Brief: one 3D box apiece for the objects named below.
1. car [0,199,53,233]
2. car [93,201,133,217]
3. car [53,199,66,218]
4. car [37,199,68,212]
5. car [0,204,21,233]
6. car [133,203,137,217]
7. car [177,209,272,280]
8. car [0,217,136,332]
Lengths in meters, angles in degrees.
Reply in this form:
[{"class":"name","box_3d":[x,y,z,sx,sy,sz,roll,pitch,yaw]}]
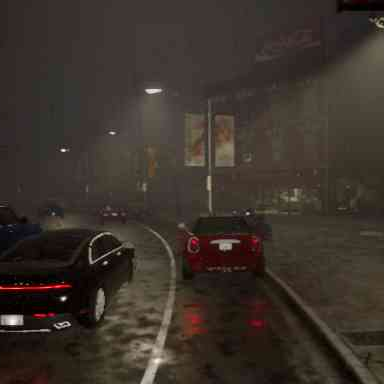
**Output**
[{"class":"car","box_3d":[-5.876,1.263,8.721,2.150,2.045,5.566,0,0,-2]},{"class":"car","box_3d":[-6.308,1.620,25.222,2.033,1.411,5.357,0,0,-23]},{"class":"car","box_3d":[-13.018,1.617,30.292,1.837,1.490,4.892,0,0,-31]},{"class":"car","box_3d":[-17.413,1.628,41.303,1.882,1.535,5.008,0,0,-43]},{"class":"car","box_3d":[-12.121,1.571,20.983,1.882,1.535,5.008,0,0,-21]},{"class":"car","box_3d":[-7.914,1.616,34.673,2.002,1.452,4.674,0,0,-34]},{"class":"car","box_3d":[0.661,1.366,10.276,2.097,1.767,4.553,0,0,-5]},{"class":"car","box_3d":[-2.439,1.528,7.024,1.837,1.490,4.892,0,0,1]}]
